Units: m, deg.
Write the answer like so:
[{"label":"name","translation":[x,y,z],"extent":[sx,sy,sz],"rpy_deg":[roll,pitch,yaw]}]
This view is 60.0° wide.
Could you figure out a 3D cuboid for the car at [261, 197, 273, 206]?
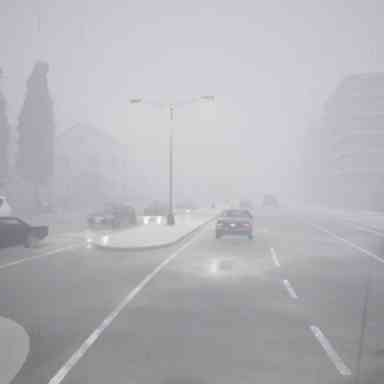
[{"label":"car","translation":[13.238,1.687,58.855],"extent":[1.994,1.385,4.181],"rpy_deg":[0,0,10]}]

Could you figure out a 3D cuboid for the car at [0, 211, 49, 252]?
[{"label":"car","translation":[-7.399,1.580,11.855],"extent":[1.895,1.301,4.718],"rpy_deg":[0,0,15]}]

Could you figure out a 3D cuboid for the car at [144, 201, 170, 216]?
[{"label":"car","translation":[-3.322,1.584,32.574],"extent":[1.994,1.385,4.181],"rpy_deg":[0,0,10]}]

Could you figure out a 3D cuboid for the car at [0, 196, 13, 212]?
[{"label":"car","translation":[-10.334,1.184,14.318],"extent":[2.150,2.045,5.566],"rpy_deg":[0,1,12]}]

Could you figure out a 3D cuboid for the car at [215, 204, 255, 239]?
[{"label":"car","translation":[2.317,1.577,17.711],"extent":[2.033,1.411,5.357],"rpy_deg":[0,0,10]}]

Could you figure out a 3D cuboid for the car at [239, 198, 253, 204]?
[{"label":"car","translation":[7.584,1.577,46.754],"extent":[2.128,1.511,4.902],"rpy_deg":[0,0,10]}]

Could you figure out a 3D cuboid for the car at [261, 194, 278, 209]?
[{"label":"car","translation":[11.388,1.326,48.613],"extent":[2.150,2.045,5.566],"rpy_deg":[0,0,10]}]

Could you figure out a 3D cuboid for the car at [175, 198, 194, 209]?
[{"label":"car","translation":[-0.946,1.570,45.391],"extent":[1.812,1.442,4.674],"rpy_deg":[0,0,11]}]

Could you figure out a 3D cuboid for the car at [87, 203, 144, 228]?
[{"label":"car","translation":[-5.201,1.493,22.236],"extent":[2.128,1.511,4.902],"rpy_deg":[0,0,10]}]
